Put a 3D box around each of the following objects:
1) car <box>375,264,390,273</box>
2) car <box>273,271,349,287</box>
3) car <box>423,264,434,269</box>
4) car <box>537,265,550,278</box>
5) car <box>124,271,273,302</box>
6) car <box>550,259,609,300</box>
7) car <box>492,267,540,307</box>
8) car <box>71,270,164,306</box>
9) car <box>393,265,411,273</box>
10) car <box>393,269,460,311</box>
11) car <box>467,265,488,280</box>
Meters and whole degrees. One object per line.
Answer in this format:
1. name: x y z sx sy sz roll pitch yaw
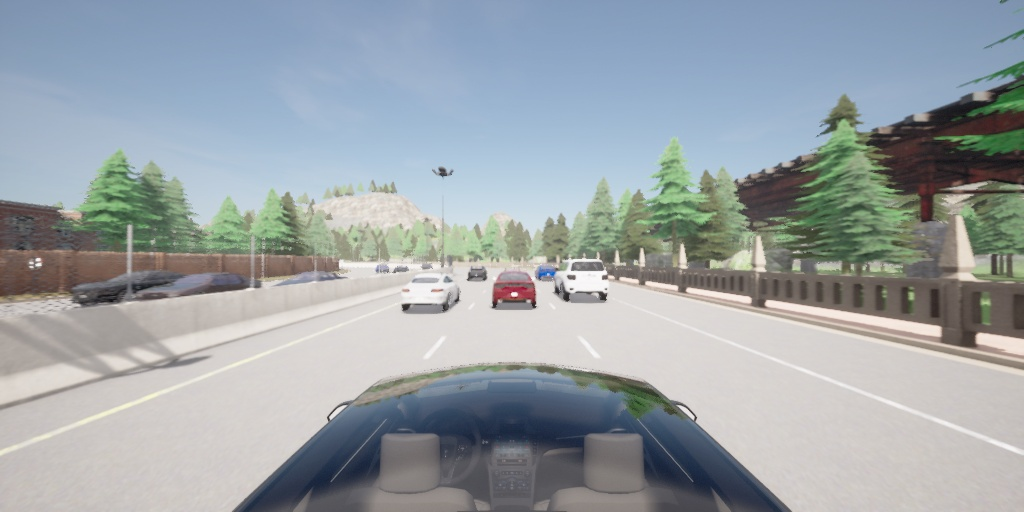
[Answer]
1. car: -20.713 1.960 57.582 1.882 1.535 5.008 0 -1 -14
2. car: -10.605 1.528 19.226 2.033 1.411 5.357 0 -1 0
3. car: -13.921 1.981 59.288 1.882 1.535 5.008 0 -1 -14
4. car: 3.441 1.690 37.312 1.882 1.535 5.008 0 -1 -2
5. car: -14.103 1.497 16.758 2.033 1.411 5.357 0 -1 0
6. car: 3.597 1.200 19.385 2.150 2.045 5.566 0 -1 0
7. car: 0.095 1.424 16.816 1.882 1.535 5.008 0 -1 0
8. car: -17.605 1.434 17.219 1.882 1.535 5.008 0 -1 0
9. car: -15.758 1.967 51.576 1.994 1.385 4.181 0 -1 -10
10. car: -3.412 1.456 15.526 1.812 1.442 4.674 0 -1 0
11. car: -3.545 1.703 37.116 2.128 1.511 4.902 0 -1 -2
